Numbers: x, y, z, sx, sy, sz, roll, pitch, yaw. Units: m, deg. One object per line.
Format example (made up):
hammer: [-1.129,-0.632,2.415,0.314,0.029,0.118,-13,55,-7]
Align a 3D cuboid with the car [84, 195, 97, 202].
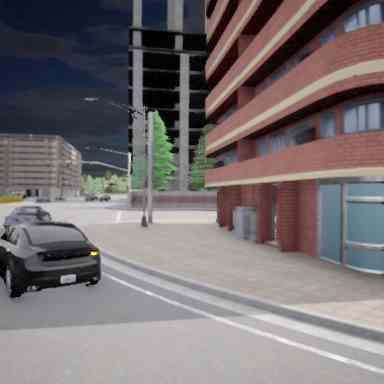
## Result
car: [-25.578,1.657,82.771,2.033,1.411,5.357,0,0,-11]

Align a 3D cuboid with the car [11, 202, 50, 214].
car: [-9.897,1.554,20.334,2.033,1.411,5.357,0,0,-16]

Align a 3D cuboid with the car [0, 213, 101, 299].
car: [-3.962,1.511,8.659,1.837,1.490,4.892,1,0,-37]

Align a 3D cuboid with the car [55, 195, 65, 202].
car: [-32.548,1.568,81.958,1.837,1.490,4.892,0,0,-11]

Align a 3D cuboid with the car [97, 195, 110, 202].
car: [-22.139,1.669,83.417,1.812,1.442,4.674,0,0,-11]

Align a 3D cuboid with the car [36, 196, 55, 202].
car: [-29.635,1.575,66.478,2.033,1.411,5.357,0,0,-11]
